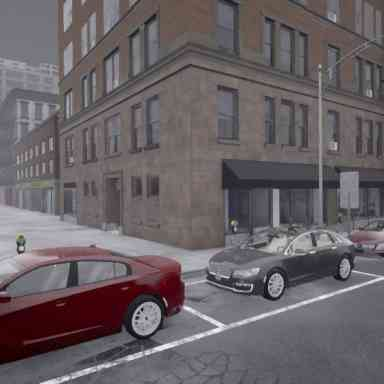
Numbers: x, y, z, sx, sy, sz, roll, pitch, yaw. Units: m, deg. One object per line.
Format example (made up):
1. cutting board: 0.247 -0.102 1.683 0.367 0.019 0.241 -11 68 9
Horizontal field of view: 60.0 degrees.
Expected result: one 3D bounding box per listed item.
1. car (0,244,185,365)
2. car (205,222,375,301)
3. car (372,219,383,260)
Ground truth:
1. car: -2.221 1.544 4.958 4.507 1.381 1.887 0 -1 -36
2. car: 2.319 1.550 8.208 4.403 1.369 2.008 0 -1 -36
3. car: 6.859 1.581 11.458 4.206 1.307 1.802 0 -1 -36
